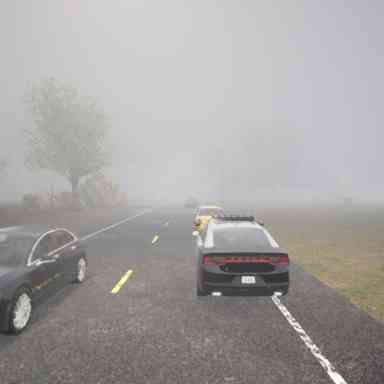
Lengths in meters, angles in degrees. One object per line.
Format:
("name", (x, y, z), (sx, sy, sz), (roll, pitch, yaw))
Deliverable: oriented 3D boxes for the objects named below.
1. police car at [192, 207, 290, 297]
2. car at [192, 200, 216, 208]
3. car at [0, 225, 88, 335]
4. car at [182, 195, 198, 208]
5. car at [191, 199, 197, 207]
("police car", (1.048, 1.426, 8.757), (1.930, 1.638, 5.238), (0, 0, 0))
("car", (1.045, 1.455, 18.837), (1.801, 1.575, 5.366), (0, 0, 0))
("car", (-3.602, 1.506, 6.769), (1.837, 1.490, 4.892), (0, 0, 0))
("car", (0.020, 1.539, 46.607), (1.994, 1.385, 4.181), (0, 0, 1))
("car", (1.043, 1.524, 24.648), (1.812, 1.442, 4.674), (0, 0, 0))
